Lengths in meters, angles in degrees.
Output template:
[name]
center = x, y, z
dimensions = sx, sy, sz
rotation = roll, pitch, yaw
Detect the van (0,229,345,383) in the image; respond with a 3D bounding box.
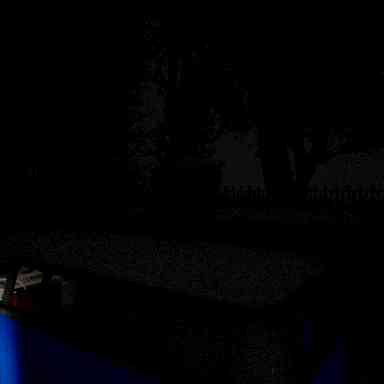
[van]
center = -0.667, 1.341, 3.188
dimensions = 3.998, 1.788, 1.690
rotation = 0, 0, 35
